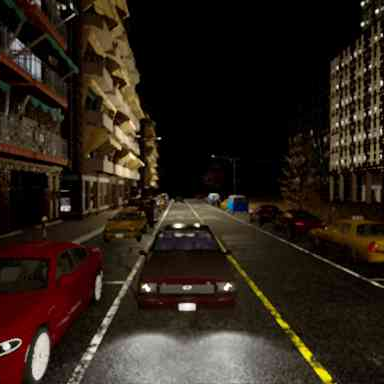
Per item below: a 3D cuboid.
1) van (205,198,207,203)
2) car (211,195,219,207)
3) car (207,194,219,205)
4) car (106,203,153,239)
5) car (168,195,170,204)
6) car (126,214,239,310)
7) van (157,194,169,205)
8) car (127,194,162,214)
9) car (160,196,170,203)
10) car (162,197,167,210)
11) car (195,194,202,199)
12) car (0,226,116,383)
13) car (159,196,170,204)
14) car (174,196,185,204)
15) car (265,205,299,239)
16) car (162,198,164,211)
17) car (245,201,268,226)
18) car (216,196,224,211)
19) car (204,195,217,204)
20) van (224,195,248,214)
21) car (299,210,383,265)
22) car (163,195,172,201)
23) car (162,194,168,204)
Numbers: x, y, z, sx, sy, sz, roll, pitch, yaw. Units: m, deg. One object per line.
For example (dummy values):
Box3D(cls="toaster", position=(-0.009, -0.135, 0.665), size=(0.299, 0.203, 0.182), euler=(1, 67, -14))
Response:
Box3D(cls="van", position=(3.590, 1.190, 55.336), size=(1.690, 1.788, 3.998), euler=(0, 0, -2))
Box3D(cls="car", position=(4.067, 1.438, 44.293), size=(1.947, 1.339, 4.313), euler=(0, 0, -2))
Box3D(cls="car", position=(3.828, 1.300, 49.814), size=(1.967, 1.590, 4.097), euler=(0, 0, -2))
Box3D(cls="car", position=(-3.113, 1.476, 16.157), size=(1.752, 1.417, 4.829), euler=(0, 0, -2))
Box3D(cls="car", position=(-4.306, 1.442, 43.933), size=(1.947, 1.339, 4.313), euler=(0, 0, -2))
Box3D(cls="car", position=(-0.169, 1.521, 8.211), size=(2.033, 1.411, 5.357), euler=(0, 0, -2))
Box3D(cls="van", position=(-4.782, 1.194, 54.977), size=(1.690, 1.788, 3.998), euler=(0, 0, -2))
Box3D(cls="car", position=(-3.359, 1.249, 21.846), size=(2.192, 1.841, 5.009), euler=(0, 0, -2))
Box3D(cls="car", position=(-5.255, 1.413, 66.019), size=(1.802, 1.307, 4.206), euler=(0, 0, -2))
Box3D(cls="car", position=(-3.831, 1.454, 32.891), size=(2.008, 1.369, 4.403), euler=(0, 0, -2))
Box3D(cls="car", position=(1.931, 1.328, 93.987), size=(1.887, 1.381, 4.507), euler=(0, 0, -2))
Box3D(cls="car", position=(-2.645, 1.528, 5.283), size=(1.887, 1.381, 4.507), euler=(0, 0, -2))
Box3D(cls="car", position=(-5.018, 1.424, 60.498), size=(1.802, 1.307, 4.206), euler=(0, 0, -2))
Box3D(cls="car", position=(-2.286, 1.390, 59.724), size=(2.033, 1.411, 5.357), euler=(0, 0, -2))
Box3D(cls="car", position=(5.253, 1.528, 16.686), size=(1.802, 1.307, 4.206), euler=(0, 0, -2))
Box3D(cls="car", position=(-3.593, 1.469, 27.369), size=(2.008, 1.369, 4.403), euler=(0, 0, -2))
Box3D(cls="car", position=(5.016, 1.512, 22.207), size=(1.802, 1.307, 4.206), euler=(0, 0, -2))
Box3D(cls="car", position=(4.297, 1.410, 38.940), size=(1.752, 1.417, 4.829), euler=(0, 0, -2))
Box3D(cls="car", position=(3.347, 1.363, 61.027), size=(1.752, 1.417, 4.829), euler=(0, 0, -2))
Box3D(cls="van", position=(4.540, 1.240, 33.249), size=(1.690, 1.788, 3.998), euler=(0, 0, -2))
Box3D(cls="car", position=(5.483, 1.487, 11.334), size=(1.752, 1.417, 4.829), euler=(0, 0, -2))
Box3D(cls="car", position=(-5.729, 1.377, 77.062), size=(1.947, 1.339, 4.313), euler=(0, 0, -2))
Box3D(cls="car", position=(-4.069, 1.330, 38.411), size=(1.967, 1.590, 4.097), euler=(0, 0, -2))
